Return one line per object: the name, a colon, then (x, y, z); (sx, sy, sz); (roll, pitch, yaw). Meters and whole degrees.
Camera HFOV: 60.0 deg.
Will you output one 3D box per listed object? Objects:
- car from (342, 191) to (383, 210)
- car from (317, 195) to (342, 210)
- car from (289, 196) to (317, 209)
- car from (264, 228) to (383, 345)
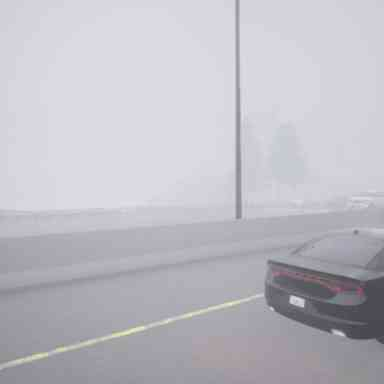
car: (18.302, 0.883, 34.231); (5.566, 2.045, 2.150); (-1, 1, -35)
car: (16.589, 1.165, 37.277); (4.892, 1.490, 1.837); (-1, 0, -35)
car: (13.472, 1.198, 39.366); (4.674, 1.442, 1.812); (0, 0, -35)
car: (3.542, 1.415, 6.273); (5.008, 1.535, 1.882); (-1, 0, -36)
